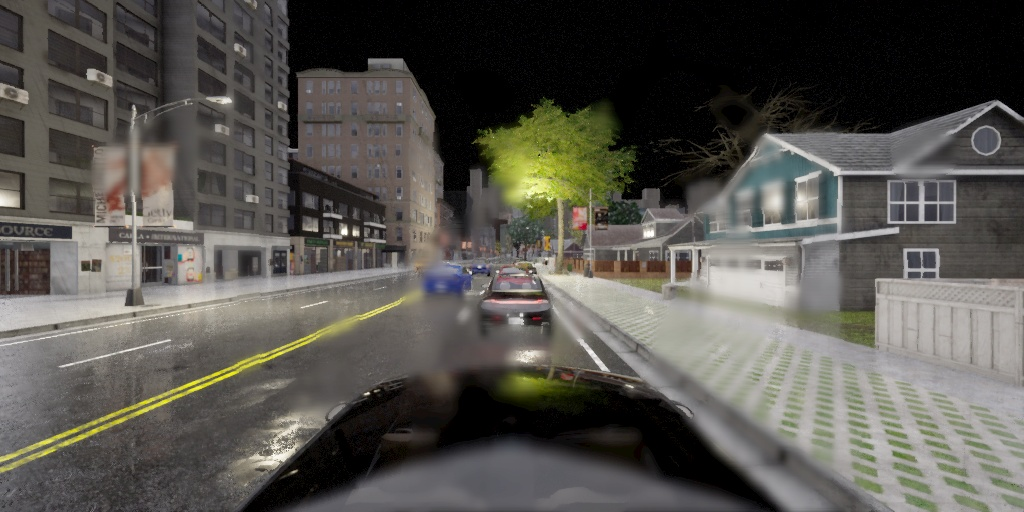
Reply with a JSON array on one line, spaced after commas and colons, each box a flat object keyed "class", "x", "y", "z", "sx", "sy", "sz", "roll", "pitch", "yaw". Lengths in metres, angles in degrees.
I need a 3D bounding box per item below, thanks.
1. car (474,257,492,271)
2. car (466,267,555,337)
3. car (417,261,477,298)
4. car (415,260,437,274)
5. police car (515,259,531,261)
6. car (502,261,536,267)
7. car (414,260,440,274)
[{"class": "car", "x": -3.107, "y": 1.074, "z": 36.372, "sx": 2.097, "sy": 1.767, "sz": 4.553, "roll": 0, "pitch": 0, "yaw": 0}, {"class": "car", "x": 0.113, "y": 1.239, "z": 10.346, "sx": 2.128, "sy": 1.511, "sz": 4.902, "roll": 0, "pitch": 0, "yaw": 0}, {"class": "car", "x": -3.129, "y": 1.220, "z": 18.284, "sx": 1.882, "sy": 1.535, "sz": 5.008, "roll": 0, "pitch": 0, "yaw": 0}, {"class": "car", "x": -6.567, "y": 1.221, "z": 30.709, "sx": 2.128, "sy": 1.511, "sz": 4.902, "roll": 0, "pitch": 0, "yaw": 0}, {"class": "police car", "x": 1.008, "y": 1.156, "z": 29.578, "sx": 1.930, "sy": 1.638, "sz": 5.238, "roll": 0, "pitch": 0, "yaw": 0}, {"class": "car", "x": 0.122, "y": 1.219, "z": 19.849, "sx": 1.882, "sy": 1.535, "sz": 5.008, "roll": 0, "pitch": 0, "yaw": 0}, {"class": "car", "x": -9.803, "y": 1.192, "z": 41.736, "sx": 1.882, "sy": 1.535, "sz": 5.008, "roll": 0, "pitch": 0, "yaw": 0}]
